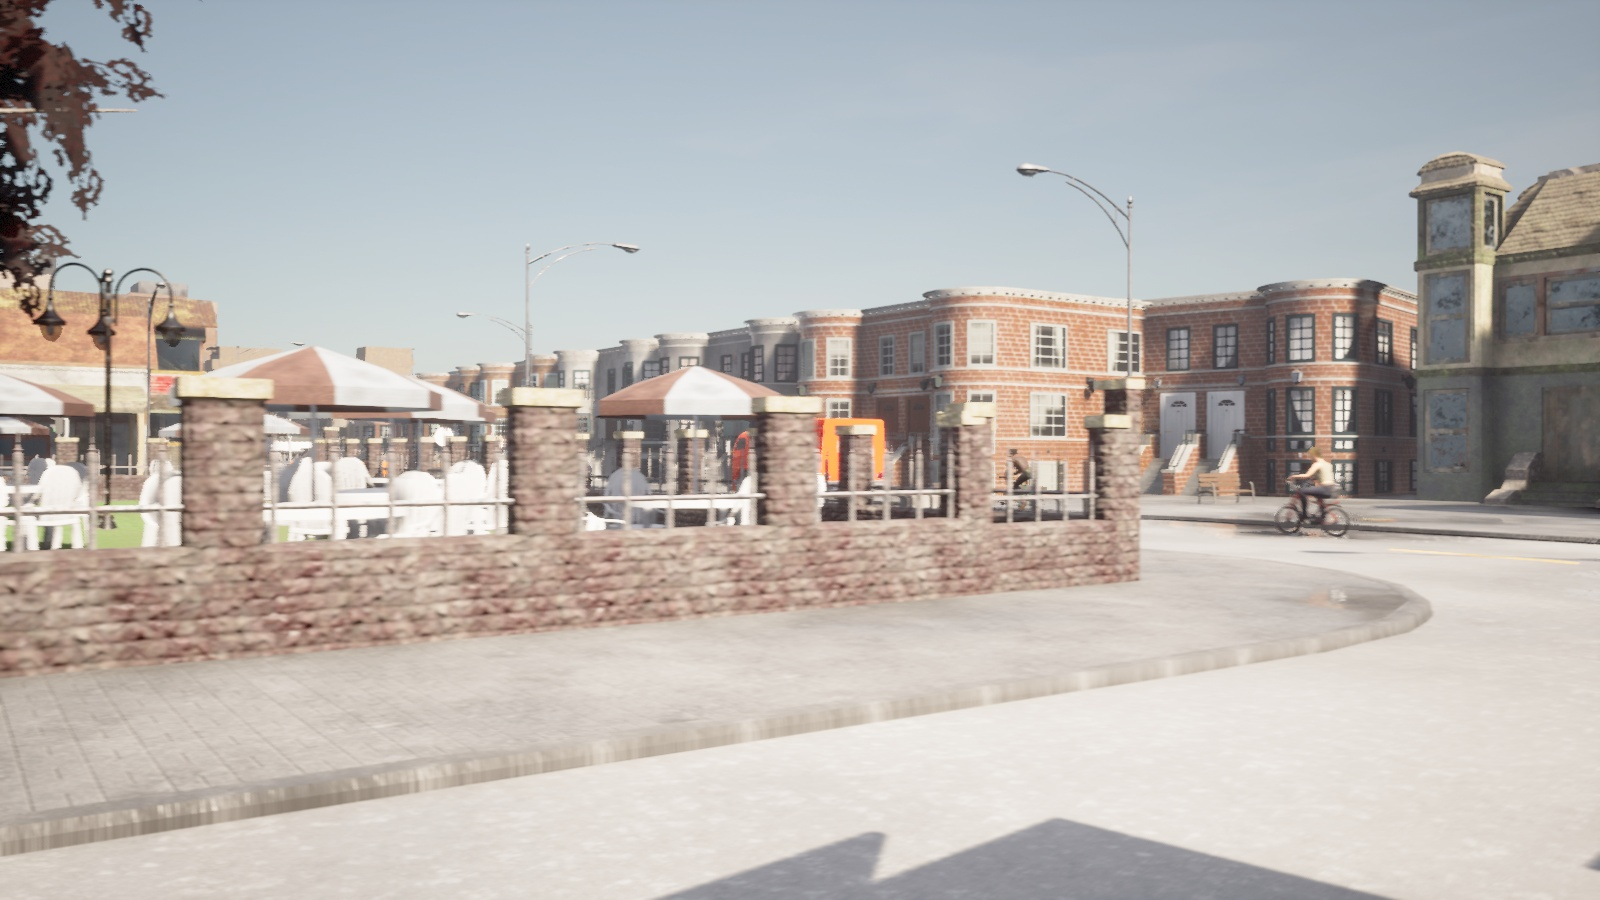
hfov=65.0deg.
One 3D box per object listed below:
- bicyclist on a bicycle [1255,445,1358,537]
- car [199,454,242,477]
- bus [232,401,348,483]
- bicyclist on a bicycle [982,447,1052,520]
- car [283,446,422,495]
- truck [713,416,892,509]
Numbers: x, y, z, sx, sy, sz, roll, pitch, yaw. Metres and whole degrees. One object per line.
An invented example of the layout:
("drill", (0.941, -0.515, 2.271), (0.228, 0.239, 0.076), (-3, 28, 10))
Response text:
("bicyclist on a bicycle", (9.162, 0.718, 22.763), (0.866, 1.612, 1.509), (0, 0, -34))
("car", (-40.096, 1.020, 86.830), (1.882, 1.535, 5.008), (0, 0, -35))
("bus", (-28.800, -0.398, 70.552), (3.944, 4.253, 10.273), (0, 0, -34))
("bicyclist on a bicycle", (4.969, 0.758, 28.889), (0.582, 1.620, 1.656), (0, 0, -35))
("car", (-16.981, 0.756, 47.745), (4.553, 1.767, 2.097), (0, 0, -38))
("truck", (-0.025, 0.347, 36.083), (2.627, 2.467, 5.204), (0, 0, -35))
